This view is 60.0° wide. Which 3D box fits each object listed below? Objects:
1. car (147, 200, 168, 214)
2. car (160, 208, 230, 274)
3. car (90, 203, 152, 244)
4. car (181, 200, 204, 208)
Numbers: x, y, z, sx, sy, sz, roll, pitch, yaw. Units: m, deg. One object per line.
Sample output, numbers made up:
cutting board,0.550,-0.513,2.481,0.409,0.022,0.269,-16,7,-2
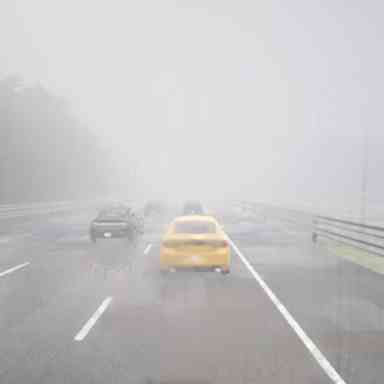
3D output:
car,-3.413,1.503,31.650,1.837,1.490,4.892,0,0,0
car,0.087,1.501,10.716,1.882,1.535,5.008,0,0,0
car,-3.408,1.512,15.885,2.128,1.511,4.902,0,0,0
car,0.087,1.503,31.599,1.837,1.490,4.892,0,0,0
